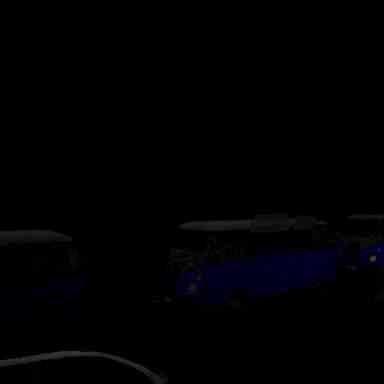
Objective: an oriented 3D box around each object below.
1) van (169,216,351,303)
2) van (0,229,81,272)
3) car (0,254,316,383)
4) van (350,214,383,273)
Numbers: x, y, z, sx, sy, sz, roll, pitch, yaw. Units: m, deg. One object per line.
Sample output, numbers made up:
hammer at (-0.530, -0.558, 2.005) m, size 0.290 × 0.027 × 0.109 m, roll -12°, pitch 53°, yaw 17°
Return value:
van at (1.344, 1.473, 7.087) m, size 3.998 × 1.788 × 1.690 m, roll 1°, pitch -2°, yaw -32°
van at (-3.367, 1.406, 4.085) m, size 3.998 × 1.788 × 1.690 m, roll 1°, pitch -2°, yaw -32°
car at (-1.793, 1.522, 1.905) m, size 4.902 × 1.511 × 2.128 m, roll 1°, pitch -1°, yaw -32°
van at (6.054, 1.538, 10.089) m, size 3.998 × 1.788 × 1.690 m, roll 1°, pitch -2°, yaw -32°
